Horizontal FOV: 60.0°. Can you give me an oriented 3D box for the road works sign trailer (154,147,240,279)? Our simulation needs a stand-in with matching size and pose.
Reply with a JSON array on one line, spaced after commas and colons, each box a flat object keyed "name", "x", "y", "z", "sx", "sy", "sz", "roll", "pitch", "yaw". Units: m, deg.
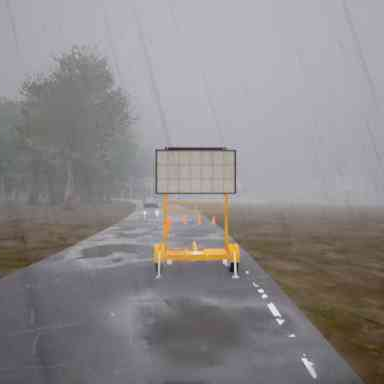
[{"name": "road works sign trailer", "x": 0.110, "y": 0.460, "z": 10.062, "sx": 2.380, "sy": 3.560, "sz": 2.880, "roll": 0, "pitch": 0, "yaw": -1}]

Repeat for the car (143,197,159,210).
[{"name": "car", "x": -5.422, "y": 1.465, "z": 43.656, "sx": 1.882, "sy": 1.535, "sz": 5.008, "roll": 0, "pitch": 0, "yaw": -8}]
